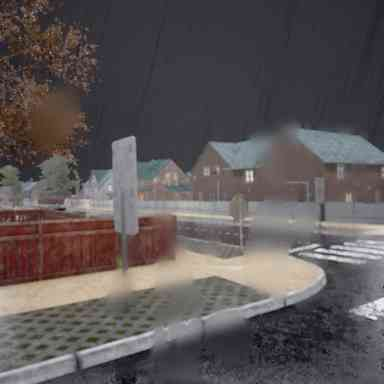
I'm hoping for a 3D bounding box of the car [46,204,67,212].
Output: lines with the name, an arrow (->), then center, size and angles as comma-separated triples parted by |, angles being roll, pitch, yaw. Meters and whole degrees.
car -> -19.055, 2.406, 46.558 | 1.895, 1.301, 4.718 | -2, 0, -36
